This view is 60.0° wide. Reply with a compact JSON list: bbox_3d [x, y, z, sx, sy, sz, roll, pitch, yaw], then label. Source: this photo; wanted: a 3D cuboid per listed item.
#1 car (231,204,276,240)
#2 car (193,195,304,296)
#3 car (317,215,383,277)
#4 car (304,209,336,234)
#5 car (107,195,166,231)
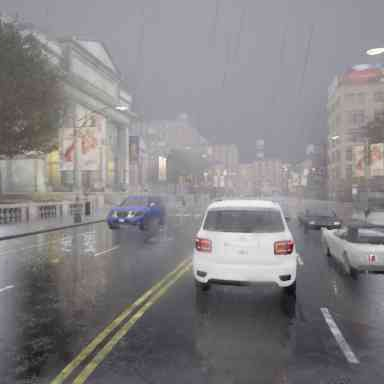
[{"bbox_3d":[3.436,1.492,18.269,2.128,1.511,4.902,0,0,12],"label":"car"},{"bbox_3d":[1.469,1.221,8.964,2.150,2.045,5.566,0,0,11],"label":"car"},{"bbox_3d":[5.271,1.600,9.988,1.895,1.301,4.718,0,0,11],"label":"car"},{"bbox_3d":[7.204,1.601,19.089,1.895,1.301,4.718,0,0,12],"label":"car"},{"bbox_3d":[-3.263,1.223,20.954,2.150,2.045,5.566,0,0,13],"label":"car"}]
